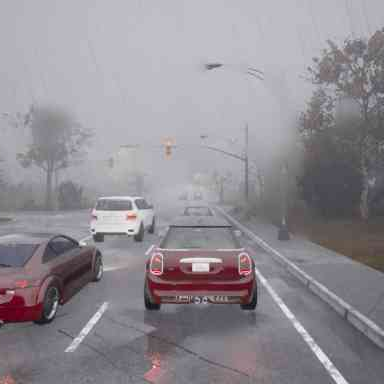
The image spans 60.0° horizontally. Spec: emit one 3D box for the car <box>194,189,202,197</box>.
[{"bbox_3d":[1.604,0.173,85.449,2.097,1.767,4.553,0,3,1],"label":"car"}]

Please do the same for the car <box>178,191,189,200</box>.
[{"bbox_3d":[-2.104,1.045,75.562,1.994,1.385,4.181,0,3,1],"label":"car"}]

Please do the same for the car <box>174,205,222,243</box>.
[{"bbox_3d":[0.295,1.491,16.987,2.128,1.511,4.902,0,0,1],"label":"car"}]

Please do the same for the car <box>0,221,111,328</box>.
[{"bbox_3d":[-3.335,1.564,7.131,1.994,1.385,4.181,0,0,1],"label":"car"}]

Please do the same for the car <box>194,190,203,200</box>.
[{"bbox_3d":[1.395,1.017,75.488,1.812,1.442,4.674,0,3,1],"label":"car"}]

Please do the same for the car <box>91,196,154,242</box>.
[{"bbox_3d":[-3.242,1.221,16.549,2.150,2.045,5.566,0,0,3],"label":"car"}]

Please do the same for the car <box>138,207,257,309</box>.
[{"bbox_3d":[0.175,1.352,8.011,2.097,1.767,4.553,0,0,1],"label":"car"}]

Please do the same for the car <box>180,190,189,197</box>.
[{"bbox_3d":[-1.895,0.356,85.561,2.033,1.411,5.357,0,3,1],"label":"car"}]
